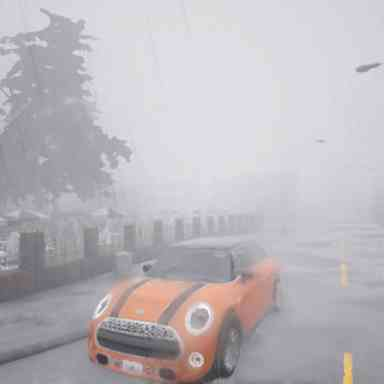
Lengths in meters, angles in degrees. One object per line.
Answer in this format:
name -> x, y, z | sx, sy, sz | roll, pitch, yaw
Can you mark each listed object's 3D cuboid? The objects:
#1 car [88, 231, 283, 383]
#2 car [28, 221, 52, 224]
car -> 0.235, 1.714, 6.253 | 2.097, 1.767, 4.553 | -3, -4, 27
car -> -26.888, 5.660, 59.452 | 4.718, 1.301, 1.895 | -3, -4, 24
